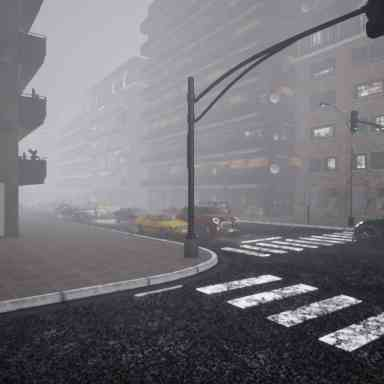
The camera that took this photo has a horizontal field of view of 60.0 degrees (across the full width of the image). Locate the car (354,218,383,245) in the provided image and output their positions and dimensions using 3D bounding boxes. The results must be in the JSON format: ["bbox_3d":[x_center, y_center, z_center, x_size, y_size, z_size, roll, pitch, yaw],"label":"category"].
[{"bbox_3d":[9.456,1.439,14.262,2.097,1.767,4.553,0,-1,-36],"label":"car"}]

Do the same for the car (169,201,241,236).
[{"bbox_3d":[0.885,1.635,20.617,2.097,1.767,4.553,0,-1,-36],"label":"car"}]

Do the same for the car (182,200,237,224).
[{"bbox_3d":[1.432,1.713,29.608,2.192,1.841,5.009,-1,0,-36],"label":"car"}]

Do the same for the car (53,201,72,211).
[{"bbox_3d":[-17.265,2.366,45.645,1.812,1.442,4.674,0,-1,-36],"label":"car"}]

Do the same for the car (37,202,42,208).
[{"bbox_3d":[-35.210,3.050,79.986,1.887,1.381,4.507,-1,0,-36],"label":"car"}]

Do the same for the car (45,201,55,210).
[{"bbox_3d":[-25.268,2.755,61.995,1.895,1.301,4.718,0,-1,-36],"label":"car"}]

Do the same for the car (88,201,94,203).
[{"bbox_3d":[-16.451,2.307,54.996,2.097,1.767,4.553,0,-1,-36],"label":"car"}]

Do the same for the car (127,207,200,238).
[{"bbox_3d":[-1.844,1.833,19.930,1.752,1.417,4.829,-1,0,-36],"label":"car"}]

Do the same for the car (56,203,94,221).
[{"bbox_3d":[-11.938,2.163,33.808,1.887,1.381,4.507,-1,0,-36],"label":"car"}]

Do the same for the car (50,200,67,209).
[{"bbox_3d":[-28.552,2.623,70.827,2.192,1.841,5.009,-1,0,-36],"label":"car"}]

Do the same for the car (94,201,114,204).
[{"bbox_3d":[-12.431,2.290,49.534,1.801,1.575,5.366,0,-1,-36],"label":"car"}]

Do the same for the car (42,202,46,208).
[{"bbox_3d":[-31.877,2.973,75.406,1.947,1.339,4.313,-1,0,-36],"label":"car"}]

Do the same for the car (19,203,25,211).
[{"bbox_3d":[-31.929,2.770,61.288,1.887,1.381,4.507,-1,0,-36],"label":"car"}]

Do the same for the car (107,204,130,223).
[{"bbox_3d":[-5.142,2.017,28.891,2.033,1.411,5.357,0,-1,-36],"label":"car"}]

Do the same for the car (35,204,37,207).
[{"bbox_3d":[-38.536,3.168,84.569,1.947,1.339,4.313,-1,0,-36],"label":"car"}]

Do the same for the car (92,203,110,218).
[{"bbox_3d":[-11.187,2.255,37.213,1.895,1.301,4.718,0,-1,-36],"label":"car"}]
